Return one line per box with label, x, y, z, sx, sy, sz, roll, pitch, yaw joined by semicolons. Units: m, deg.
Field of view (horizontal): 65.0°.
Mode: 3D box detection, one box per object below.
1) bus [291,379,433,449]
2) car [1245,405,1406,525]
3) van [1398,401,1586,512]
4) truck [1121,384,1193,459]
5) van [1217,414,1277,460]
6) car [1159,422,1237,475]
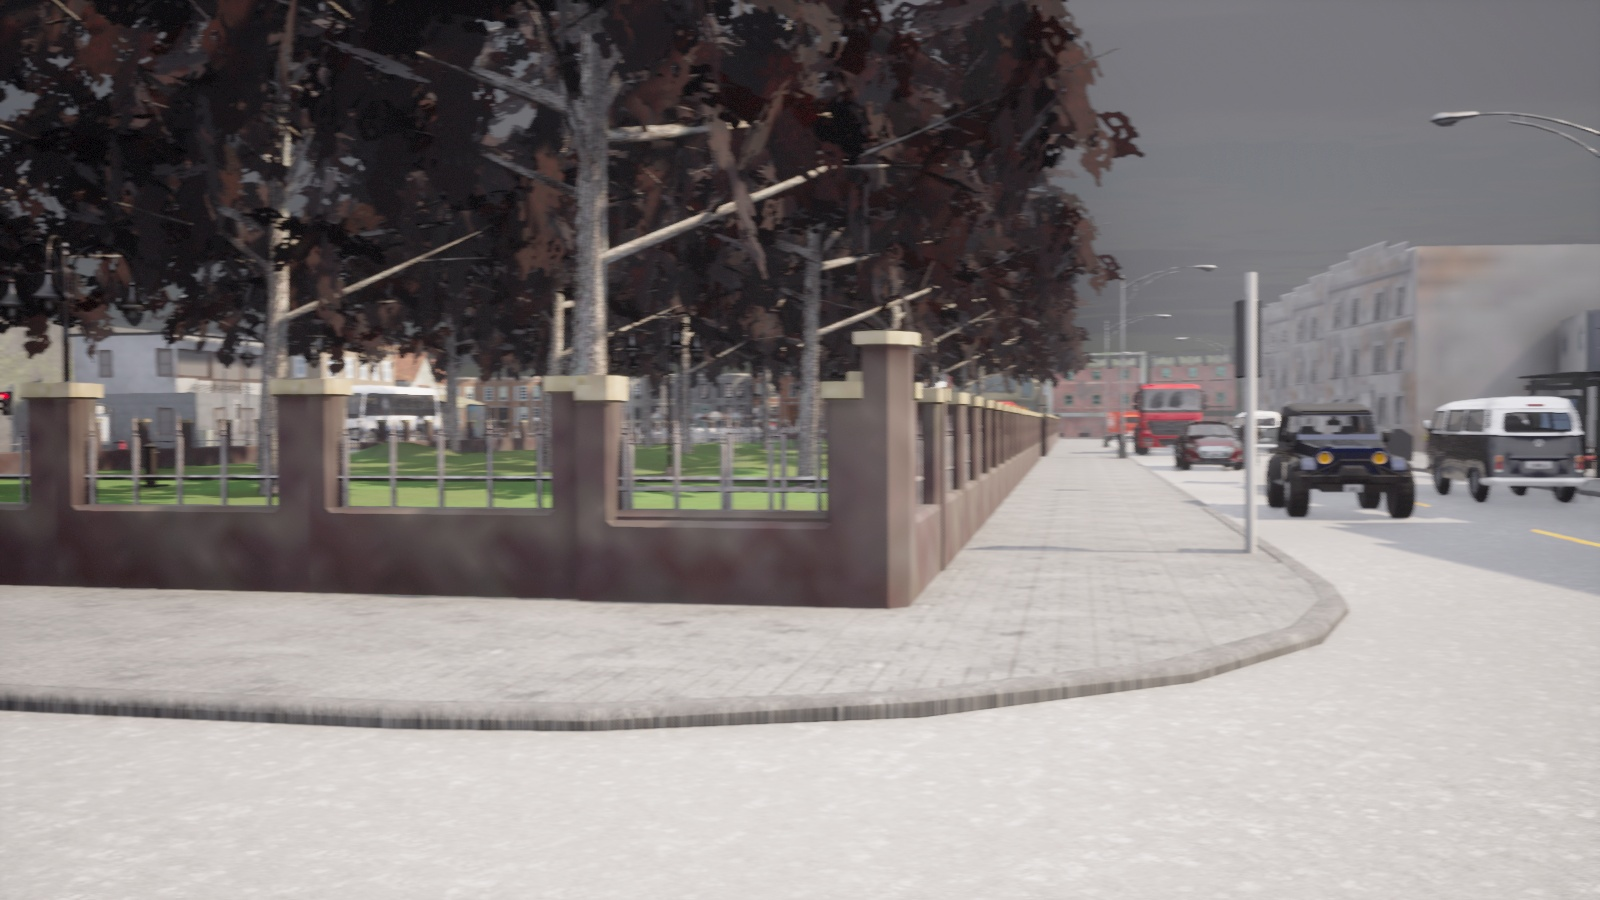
bus;-28.512;-2.326;82.547;3.944;4.253;10.273;0;1;13
car;8.971;0.185;21.749;1.905;1.878;3.866;0;1;13
van;13.845;0.049;25.454;2.069;2.038;4.480;0;2;12
truck;17.519;-1.415;62.070;2.891;3.462;7.936;0;1;12
van;20.977;-0.641;59.101;2.069;2.038;4.480;0;1;12
car;13.302;-0.098;42.210;2.033;1.649;4.856;0;1;12
